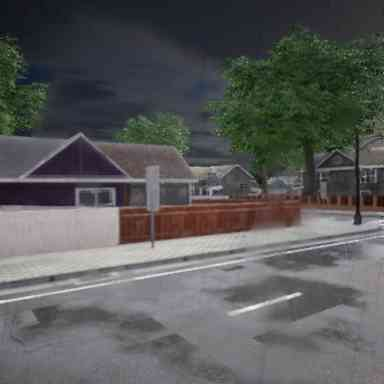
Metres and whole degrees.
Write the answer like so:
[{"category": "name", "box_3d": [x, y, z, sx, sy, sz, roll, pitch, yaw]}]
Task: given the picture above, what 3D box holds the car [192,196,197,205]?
[{"category": "car", "box_3d": [-0.817, 1.332, 45.112, 2.150, 2.045, 5.566, -1, 0, -30]}]
